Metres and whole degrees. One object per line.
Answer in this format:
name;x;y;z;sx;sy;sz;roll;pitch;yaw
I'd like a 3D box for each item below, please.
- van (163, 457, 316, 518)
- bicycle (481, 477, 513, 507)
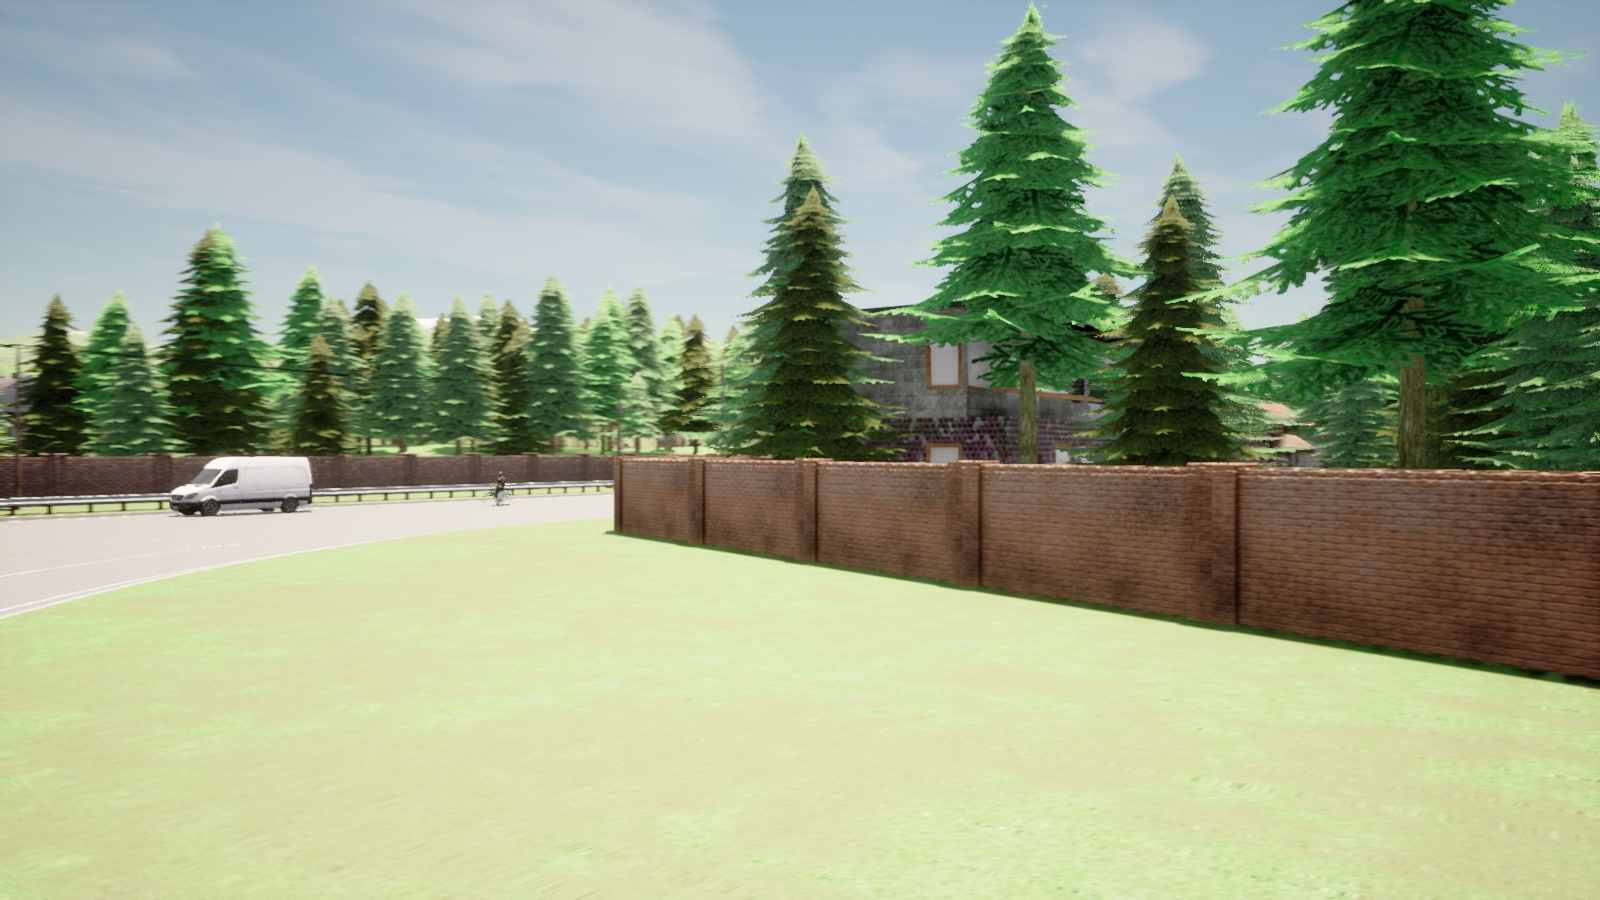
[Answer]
van;-24.958;1.607;51.104;1.988;2.561;5.915;0;0;34
bicycle;-15.560;2.152;58.680;0.329;1.471;1.835;0;0;34
